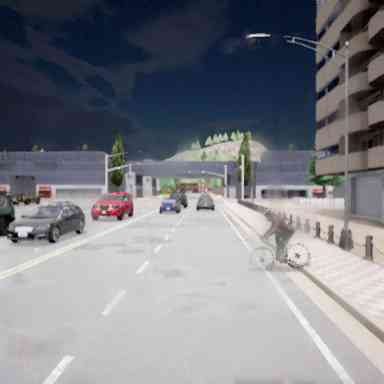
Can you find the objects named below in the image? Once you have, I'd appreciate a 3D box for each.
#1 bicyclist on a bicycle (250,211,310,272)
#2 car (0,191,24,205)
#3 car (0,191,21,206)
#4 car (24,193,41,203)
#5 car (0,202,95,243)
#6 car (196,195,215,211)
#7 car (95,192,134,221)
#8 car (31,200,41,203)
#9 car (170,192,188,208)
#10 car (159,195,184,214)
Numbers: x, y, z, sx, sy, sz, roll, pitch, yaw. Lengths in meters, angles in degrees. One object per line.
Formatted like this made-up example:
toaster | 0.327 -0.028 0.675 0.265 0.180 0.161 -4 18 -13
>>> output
bicyclist on a bicycle | 2.347 1.340 9.069 1.656 1.620 0.582 -6 0 2
car | -10.080 1.124 14.606 2.150 2.045 5.566 0 0 2
car | -25.635 0.859 45.907 1.905 1.878 3.866 0 0 3
car | -22.746 0.861 45.722 1.932 1.855 4.605 0 0 3
car | -6.539 1.393 15.500 2.128 1.511 4.902 0 0 2
car | 1.524 1.351 37.031 1.994 1.385 4.181 0 0 4
car | -6.084 1.062 26.166 2.150 2.045 5.566 0 0 3
car | -9.652 1.409 24.584 1.994 1.385 4.181 0 0 3
car | -1.720 0.972 42.572 2.150 2.045 5.566 0 0 3
car | -2.111 1.332 32.910 1.812 1.442 4.674 0 0 2
